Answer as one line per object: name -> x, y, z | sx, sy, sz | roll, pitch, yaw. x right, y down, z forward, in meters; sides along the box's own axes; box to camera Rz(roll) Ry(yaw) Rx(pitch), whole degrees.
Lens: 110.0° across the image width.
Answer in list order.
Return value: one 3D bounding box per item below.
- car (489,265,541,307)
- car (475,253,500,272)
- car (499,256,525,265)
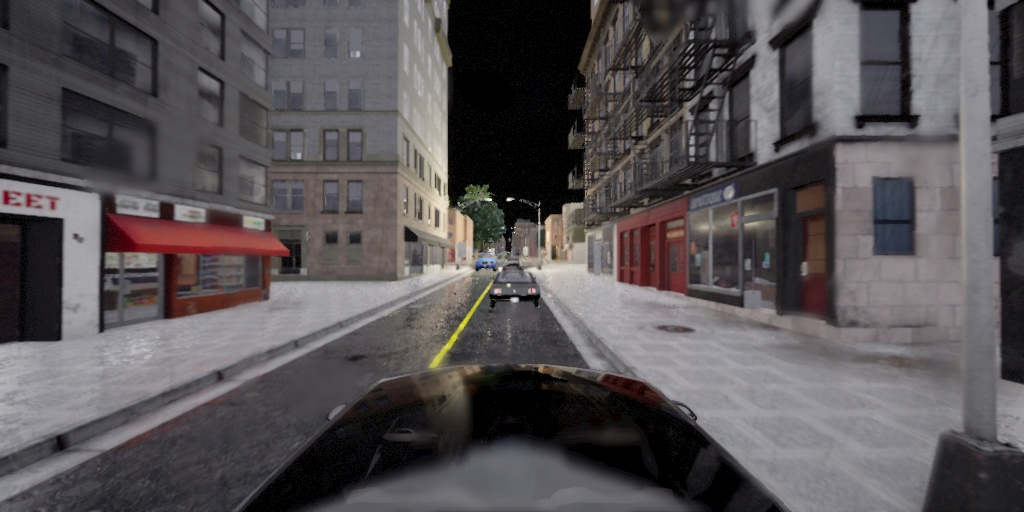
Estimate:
car -> 0.096, 1.245, 14.872 | 1.895, 1.301, 4.718 | 0, 0, 0
car -> -2.770, 0.638, 39.333 | 2.150, 2.045, 5.566 | 0, 0, 0
car -> 0.092, 0.992, 31.828 | 1.837, 1.490, 4.892 | 0, 0, 0
